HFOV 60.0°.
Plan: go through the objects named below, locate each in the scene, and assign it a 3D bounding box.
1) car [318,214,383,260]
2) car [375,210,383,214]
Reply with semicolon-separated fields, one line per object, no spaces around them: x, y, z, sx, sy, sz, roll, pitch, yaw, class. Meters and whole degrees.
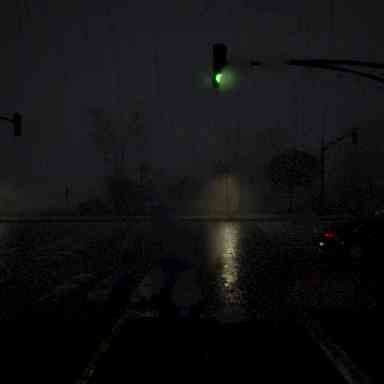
7.611;1.812;13.215;4.892;1.490;1.837;-1;2;4;car
15.040;1.518;22.519;4.718;1.301;1.895;-1;2;4;car
